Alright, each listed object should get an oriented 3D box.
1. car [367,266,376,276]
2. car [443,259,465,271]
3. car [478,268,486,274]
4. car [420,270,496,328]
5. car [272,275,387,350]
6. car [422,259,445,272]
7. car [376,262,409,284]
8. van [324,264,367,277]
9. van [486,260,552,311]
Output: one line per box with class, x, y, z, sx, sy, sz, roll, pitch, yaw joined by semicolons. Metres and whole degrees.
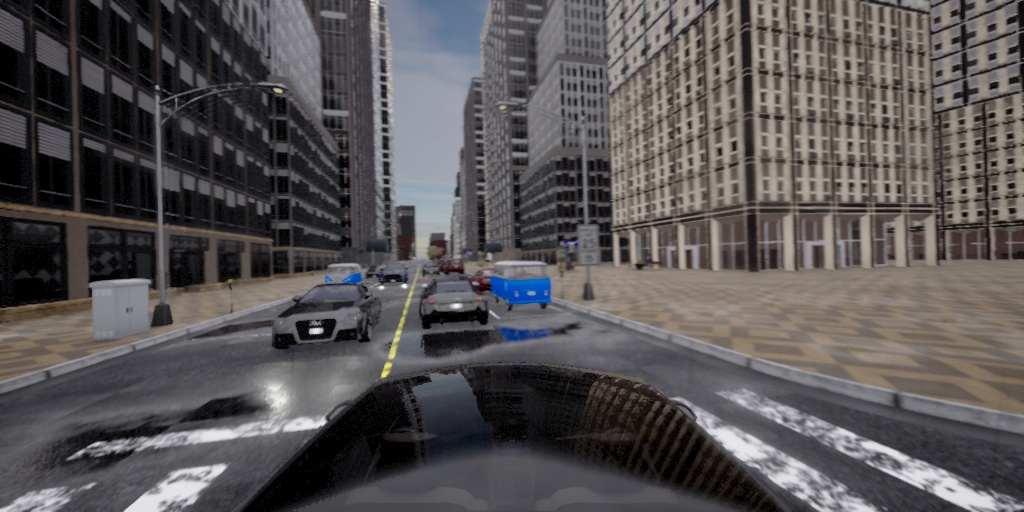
car;-14.698;1.702;39.060;1.948;1.339;4.313;0;0;-14
car;-6.571;1.225;41.091;2.192;1.841;5.009;0;0;-14
car;-1.182;1.319;19.603;1.888;1.381;4.507;0;0;-14
car;-2.005;1.364;11.861;1.994;1.385;4.181;-2;0;-14
car;-4.716;1.439;9.688;1.994;1.385;4.181;-2;0;-14
car;-8.874;1.467;39.333;2.128;1.511;4.902;-2;0;-14
car;-9.761;1.357;29.924;2.097;1.767;4.553;-2;0;-14
van;-10.673;1.375;22.937;1.690;1.789;3.998;0;0;-14
van;0.248;1.078;14.252;1.690;1.789;3.998;0;0;-14
